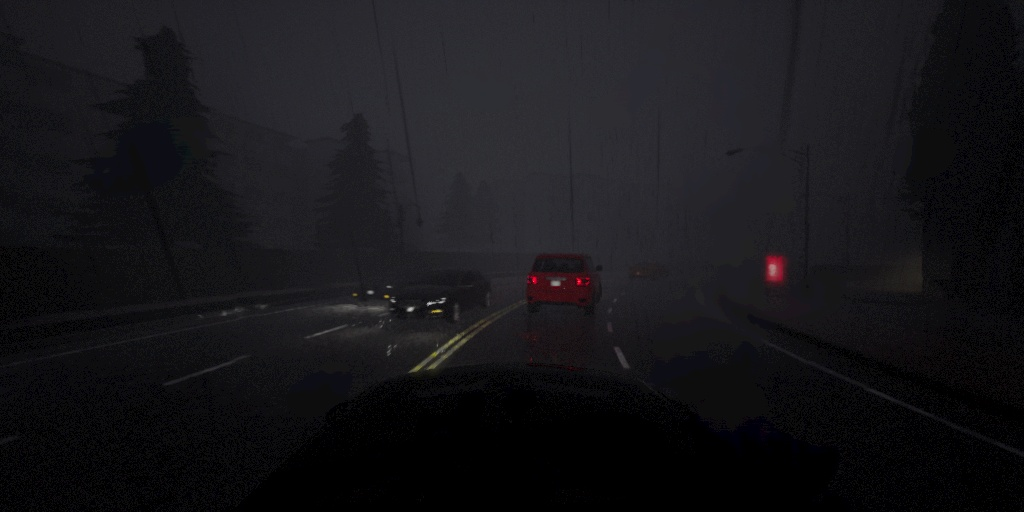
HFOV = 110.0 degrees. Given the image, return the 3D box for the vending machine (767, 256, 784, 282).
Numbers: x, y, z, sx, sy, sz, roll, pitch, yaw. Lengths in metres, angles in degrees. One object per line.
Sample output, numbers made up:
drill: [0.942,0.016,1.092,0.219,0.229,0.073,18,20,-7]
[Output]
vending machine: [19.852,1.016,27.073,0.880,2.100,1.100,0,0,-41]

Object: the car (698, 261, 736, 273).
car: [25.229,1.337,43.667,4.181,1.385,1.994,1,0,-26]

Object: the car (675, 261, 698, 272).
car: [21.905,1.316,45.927,4.718,1.301,1.895,1,0,-27]

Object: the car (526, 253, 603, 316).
car: [2.100,0.916,13.431,2.150,2.045,5.566,1,0,17]

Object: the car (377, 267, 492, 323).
car: [-2.083,1.158,11.870,1.837,1.490,4.892,0,0,15]

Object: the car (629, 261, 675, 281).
car: [11.267,1.176,29.273,1.882,1.535,5.008,1,0,41]

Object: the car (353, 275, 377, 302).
car: [-4.694,1.161,15.311,1.994,1.385,4.181,1,0,18]
